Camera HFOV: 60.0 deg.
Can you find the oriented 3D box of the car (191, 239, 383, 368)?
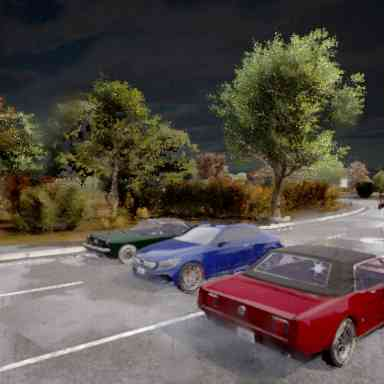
[{"bbox_3d":[2.455,1.613,5.802,4.718,1.301,1.895,0,0,-38],"label":"car"}]

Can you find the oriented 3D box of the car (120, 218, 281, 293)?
[{"bbox_3d":[0.638,1.549,9.109,4.674,1.442,1.812,0,0,-39],"label":"car"}]

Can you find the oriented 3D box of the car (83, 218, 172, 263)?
[{"bbox_3d":[-1.343,1.635,11.960,4.718,1.301,1.895,0,0,-39],"label":"car"}]

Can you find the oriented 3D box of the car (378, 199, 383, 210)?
[{"bbox_3d":[25.456,1.640,43.445,1.895,1.301,4.718,0,0,30],"label":"car"}]
